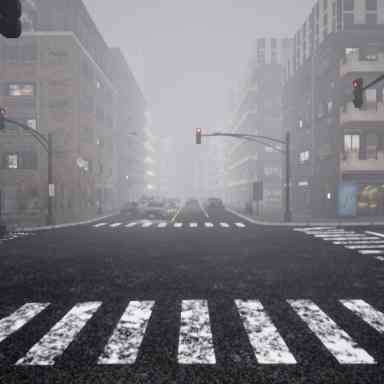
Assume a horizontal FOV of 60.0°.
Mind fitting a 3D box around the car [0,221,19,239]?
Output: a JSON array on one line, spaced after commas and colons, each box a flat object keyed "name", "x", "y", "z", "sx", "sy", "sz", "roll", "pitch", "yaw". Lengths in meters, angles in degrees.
[{"name": "car", "x": -11.018, "y": 1.773, "z": 15.779, "sx": 4.718, "sy": 1.301, "sz": 1.895, "roll": -1, "pitch": 0, "yaw": -12}]

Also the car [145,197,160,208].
[{"name": "car", "x": -5.766, "y": 1.538, "z": 49.098, "sx": 1.752, "sy": 1.417, "sz": 4.829, "roll": 0, "pitch": 0, "yaw": 0}]

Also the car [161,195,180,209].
[{"name": "car", "x": -3.166, "y": 1.503, "z": 46.011, "sx": 2.128, "sy": 1.511, "sz": 4.902, "roll": 0, "pitch": 0, "yaw": 0}]

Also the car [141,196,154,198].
[{"name": "car", "x": -5.748, "y": 1.533, "z": 37.734, "sx": 1.752, "sy": 1.417, "sz": 4.829, "roll": 0, "pitch": 0, "yaw": 0}]

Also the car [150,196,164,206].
[{"name": "car", "x": -5.775, "y": 1.457, "z": 54.951, "sx": 1.967, "sy": 1.590, "sz": 4.097, "roll": 0, "pitch": 0, "yaw": 0}]

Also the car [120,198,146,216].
[{"name": "car", "x": -5.739, "y": 1.572, "z": 32.221, "sx": 1.947, "sy": 1.339, "sz": 4.313, "roll": 0, "pitch": 0, "yaw": 0}]

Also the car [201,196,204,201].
[{"name": "car", "x": 2.623, "y": 1.451, "z": 43.601, "sx": 1.967, "sy": 1.590, "sz": 4.097, "roll": 0, "pitch": 0, "yaw": 0}]

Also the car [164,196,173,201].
[{"name": "car", "x": -5.819, "y": 1.589, "z": 83.362, "sx": 2.008, "sy": 1.369, "sz": 4.403, "roll": 0, "pitch": 0, "yaw": 0}]

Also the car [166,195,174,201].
[{"name": "car", "x": -5.828, "y": 1.594, "z": 89.045, "sx": 2.008, "sy": 1.369, "sz": 4.403, "roll": 0, "pitch": 0, "yaw": 0}]

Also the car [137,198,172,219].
[{"name": "car", "x": -3.174, "y": 1.553, "z": 29.297, "sx": 2.033, "sy": 1.411, "sz": 5.357, "roll": 0, "pitch": 0, "yaw": 1}]

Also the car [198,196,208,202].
[{"name": "car", "x": 2.570, "y": 1.584, "z": 77.695, "sx": 2.008, "sy": 1.369, "sz": 4.403, "roll": 0, "pitch": 0, "yaw": 0}]

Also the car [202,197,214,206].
[{"name": "car", "x": 2.606, "y": 1.598, "z": 54.966, "sx": 1.802, "sy": 1.307, "sz": 4.206, "roll": 0, "pitch": 0, "yaw": 0}]

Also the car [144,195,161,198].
[{"name": "car", "x": -5.758, "y": 1.325, "z": 43.586, "sx": 2.192, "sy": 1.841, "sz": 5.009, "roll": 0, "pitch": 0, "yaw": 0}]

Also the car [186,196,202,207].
[{"name": "car", "x": 0.023, "y": 1.505, "z": 50.140, "sx": 2.128, "sy": 1.511, "sz": 4.902, "roll": 0, "pitch": 0, "yaw": 0}]

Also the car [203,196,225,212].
[{"name": "car", "x": 2.632, "y": 1.448, "z": 37.919, "sx": 1.967, "sy": 1.590, "sz": 4.097, "roll": 0, "pitch": 0, "yaw": 0}]

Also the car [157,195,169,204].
[{"name": "car", "x": -5.793, "y": 1.464, "z": 66.316, "sx": 1.967, "sy": 1.590, "sz": 4.097, "roll": 0, "pitch": 0, "yaw": 0}]
